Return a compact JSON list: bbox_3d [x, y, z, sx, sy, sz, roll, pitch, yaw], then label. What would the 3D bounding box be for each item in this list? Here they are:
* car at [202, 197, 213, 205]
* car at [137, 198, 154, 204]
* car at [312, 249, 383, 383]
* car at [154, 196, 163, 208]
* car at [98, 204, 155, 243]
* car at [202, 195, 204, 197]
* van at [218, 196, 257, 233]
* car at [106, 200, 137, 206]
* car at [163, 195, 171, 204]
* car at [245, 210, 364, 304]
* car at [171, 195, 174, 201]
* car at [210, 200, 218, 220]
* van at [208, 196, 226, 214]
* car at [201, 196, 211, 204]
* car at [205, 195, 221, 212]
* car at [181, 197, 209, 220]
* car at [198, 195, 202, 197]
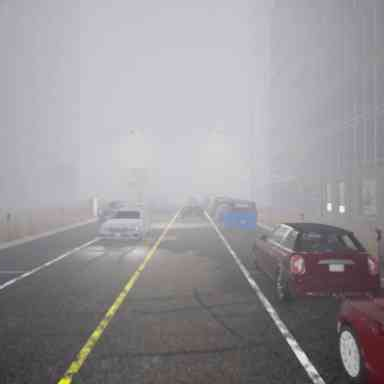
[{"bbox_3d":[2.679,1.557,58.915,1.802,1.307,4.206,1,0,0],"label":"car"},{"bbox_3d":[-5.694,1.539,36.322,2.008,1.369,4.403,1,0,0],"label":"car"},{"bbox_3d":[2.696,1.544,2.501,1.887,1.381,4.507,0,0,0],"label":"car"},{"bbox_3d":[-5.698,1.533,47.607,2.008,1.369,4.403,1,0,0],"label":"car"},{"bbox_3d":[-3.105,1.522,16.284,1.812,1.442,4.674,0,0,0],"label":"car"},{"bbox_3d":[2.686,1.296,47.633,2.192,1.841,5.009,1,0,0],"label":"car"},{"bbox_3d":[2.693,1.336,19.425,1.690,1.788,3.998,1,0,0],"label":"van"},{"bbox_3d":[-5.689,1.434,25.036,1.967,1.590,4.097,1,0,0],"label":"car"},{"bbox_3d":[-5.703,1.523,64.535,2.008,1.369,4.403,1,0,0],"label":"car"},{"bbox_3d":[2.696,1.438,8.143,1.967,1.590,4.097,0,0,0],"label":"car"},{"bbox_3d":[-5.709,1.499,87.106,1.887,1.381,4.507,1,0,0],"label":"car"},{"bbox_3d":[2.689,1.544,25.067,2.008,1.369,4.403,1,0,0],"label":"car"},{"bbox_3d":[2.689,1.328,36.350,1.690,1.788,3.998,1,0,0],"label":"van"},{"bbox_3d":[2.678,1.497,64.727,1.752,1.417,4.829,1,0,0],"label":"car"},{"bbox_3d":[2.690,1.305,30.708,2.192,1.841,5.009,1,0,0],"label":"car"},{"bbox_3d":[0.091,1.485,28.305,2.128,1.511,4.902,0,0,0],"label":"car"},{"bbox_3d":[0.064,1.508,46.014,1.812,1.442,4.674,0,0,0],"label":"car"}]
